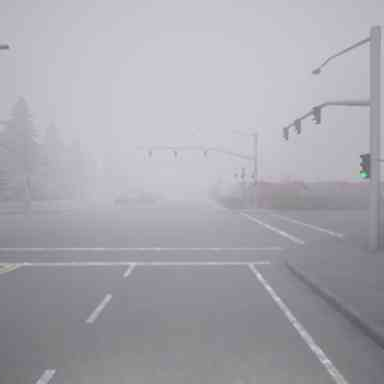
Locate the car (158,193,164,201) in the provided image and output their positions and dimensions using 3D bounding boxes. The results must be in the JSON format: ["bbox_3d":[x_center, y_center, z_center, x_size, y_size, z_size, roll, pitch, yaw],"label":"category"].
[{"bbox_3d":[-6.988,1.050,69.239,1.882,1.535,5.008,0,0,0],"label":"car"}]

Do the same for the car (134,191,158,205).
[{"bbox_3d":[-7.064,0.903,51.503,2.150,2.045,5.566,0,0,0],"label":"car"}]

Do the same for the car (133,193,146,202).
[{"bbox_3d":[-10.505,1.064,66.873,1.882,1.535,5.008,0,0,0],"label":"car"}]

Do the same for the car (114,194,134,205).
[{"bbox_3d":[-10.566,1.161,51.139,1.882,1.535,5.008,0,0,0],"label":"car"}]
